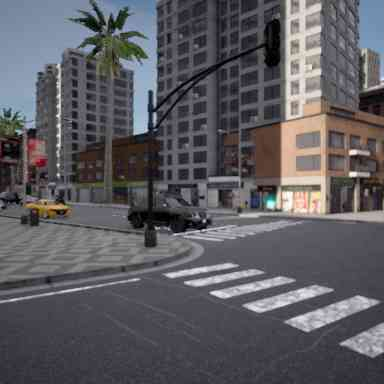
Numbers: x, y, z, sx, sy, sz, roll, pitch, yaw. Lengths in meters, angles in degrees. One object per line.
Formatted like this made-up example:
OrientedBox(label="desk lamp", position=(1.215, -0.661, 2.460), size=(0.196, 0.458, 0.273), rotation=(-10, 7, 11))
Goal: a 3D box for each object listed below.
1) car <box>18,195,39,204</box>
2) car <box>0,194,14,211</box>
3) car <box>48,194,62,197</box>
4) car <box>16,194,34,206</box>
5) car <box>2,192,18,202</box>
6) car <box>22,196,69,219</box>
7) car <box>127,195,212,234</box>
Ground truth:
OrientedBox(label="car", position=(-28.199, 1.275, 57.319), size=(1.837, 1.490, 4.892), rotation=(0, 0, -44))
OrientedBox(label="car", position=(-22.903, 1.367, 38.439), size=(4.902, 1.511, 2.128), rotation=(1, 0, 44))
OrientedBox(label="car", position=(-21.158, 1.190, 50.433), size=(4.553, 1.767, 2.097), rotation=(0, 0, 45))
OrientedBox(label="car", position=(-23.150, 1.366, 47.836), size=(4.674, 1.442, 1.812), rotation=(0, 0, 45))
OrientedBox(label="car", position=(-30.240, 0.995, 54.757), size=(2.150, 2.045, 5.566), rotation=(0, 0, -44))
OrientedBox(label="car", position=(-12.613, 1.416, 29.102), size=(5.008, 1.535, 1.882), rotation=(0, 0, 41))
OrientedBox(label="car", position=(-1.483, 1.220, 19.704), size=(5.566, 2.045, 2.150), rotation=(0, 0, 39))
